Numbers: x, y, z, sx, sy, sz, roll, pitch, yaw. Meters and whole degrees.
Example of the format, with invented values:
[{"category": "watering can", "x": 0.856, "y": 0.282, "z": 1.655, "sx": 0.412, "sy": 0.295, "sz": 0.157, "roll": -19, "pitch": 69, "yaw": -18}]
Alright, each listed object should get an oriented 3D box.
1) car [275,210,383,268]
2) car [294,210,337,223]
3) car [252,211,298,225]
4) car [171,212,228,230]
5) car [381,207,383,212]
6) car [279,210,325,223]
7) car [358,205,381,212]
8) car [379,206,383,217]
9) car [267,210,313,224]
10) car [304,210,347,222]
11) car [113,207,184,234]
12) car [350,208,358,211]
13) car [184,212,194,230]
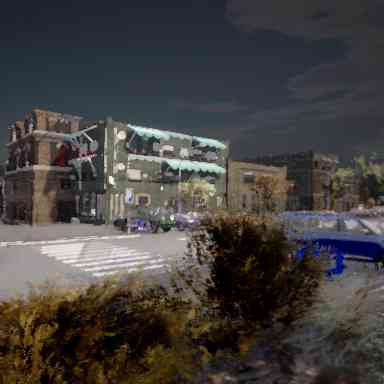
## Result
[{"category": "car", "x": 6.095, "y": 1.923, "z": 13.289, "sx": 5.566, "sy": 2.045, "sz": 2.435, "roll": 0, "pitch": -1, "yaw": 30}, {"category": "car", "x": 16.452, "y": 3.187, "z": 44.377, "sx": 5.008, "sy": 1.535, "sz": 2.097, "roll": -1, "pitch": -2, "yaw": 29}, {"category": "car", "x": 9.663, "y": 2.979, "z": 38.632, "sx": 4.792, "sy": 1.488, "sz": 2.163, "roll": -1, "pitch": -2, "yaw": 30}, {"category": "car", "x": 0.675, "y": 2.633, "z": 30.961, "sx": 4.892, "sy": 1.521, "sz": 2.231, "roll": -1, "pitch": -3, "yaw": 30}, {"category": "car", "x": 29.970, "y": 3.663, "z": 55.879, "sx": 4.892, "sy": 1.521, "sz": 2.231, "roll": -1, "pitch": -2, "yaw": 29}, {"category": "car", "x": 14.031, "y": 3.108, "z": 42.541, "sx": 5.366, "sy": 1.575, "sz": 1.946, "roll": -1, "pitch": -2, "yaw": 30}, {"category": "car", "x": 27.686, "y": 3.458, "z": 53.979, "sx": 4.553, "sy": 1.767, "sz": 2.185, "roll": -1, "pitch": -3, "yaw": 30}, {"category": "car", "x": 39.003, "y": 3.724, "z": 63.544, "sx": 5.566, "sy": 2.045, "sz": 2.435, "roll": -1, "pitch": -3, "yaw": 30}, {"category": "car", "x": 11.939, "y": 3.028, "z": 40.533, "sx": 5.008, "sy": 1.535, "sz": 2.097, "roll": -1, "pitch": -3, "yaw": 30}, {"category": "car", "x": 18.537, "y": 3.266, "z": 46.374, "sx": 5.366, "sy": 1.575, "sz": 1.946, "roll": -1, "pitch": -2, "yaw": 30}, {"category": "car", "x": -3.853, "y": 2.223, "z": 27.141, "sx": 5.566, "sy": 2.045, "sz": 2.435, "roll": -1, "pitch": -2, "yaw": 30}, {"category": "car", "x": 20.982, "y": 3.374, "z": 48.199, "sx": 4.792, "sy": 1.488, "sz": 2.163, "roll": -1, "pitch": -3, "yaw": 30}, {"category": "car", "x": -1.573, "y": 2.593, "z": 29.040, "sx": 4.674, "sy": 1.452, "sz": 2.002, "roll": -1, "pitch": -2, "yaw": 30}]
